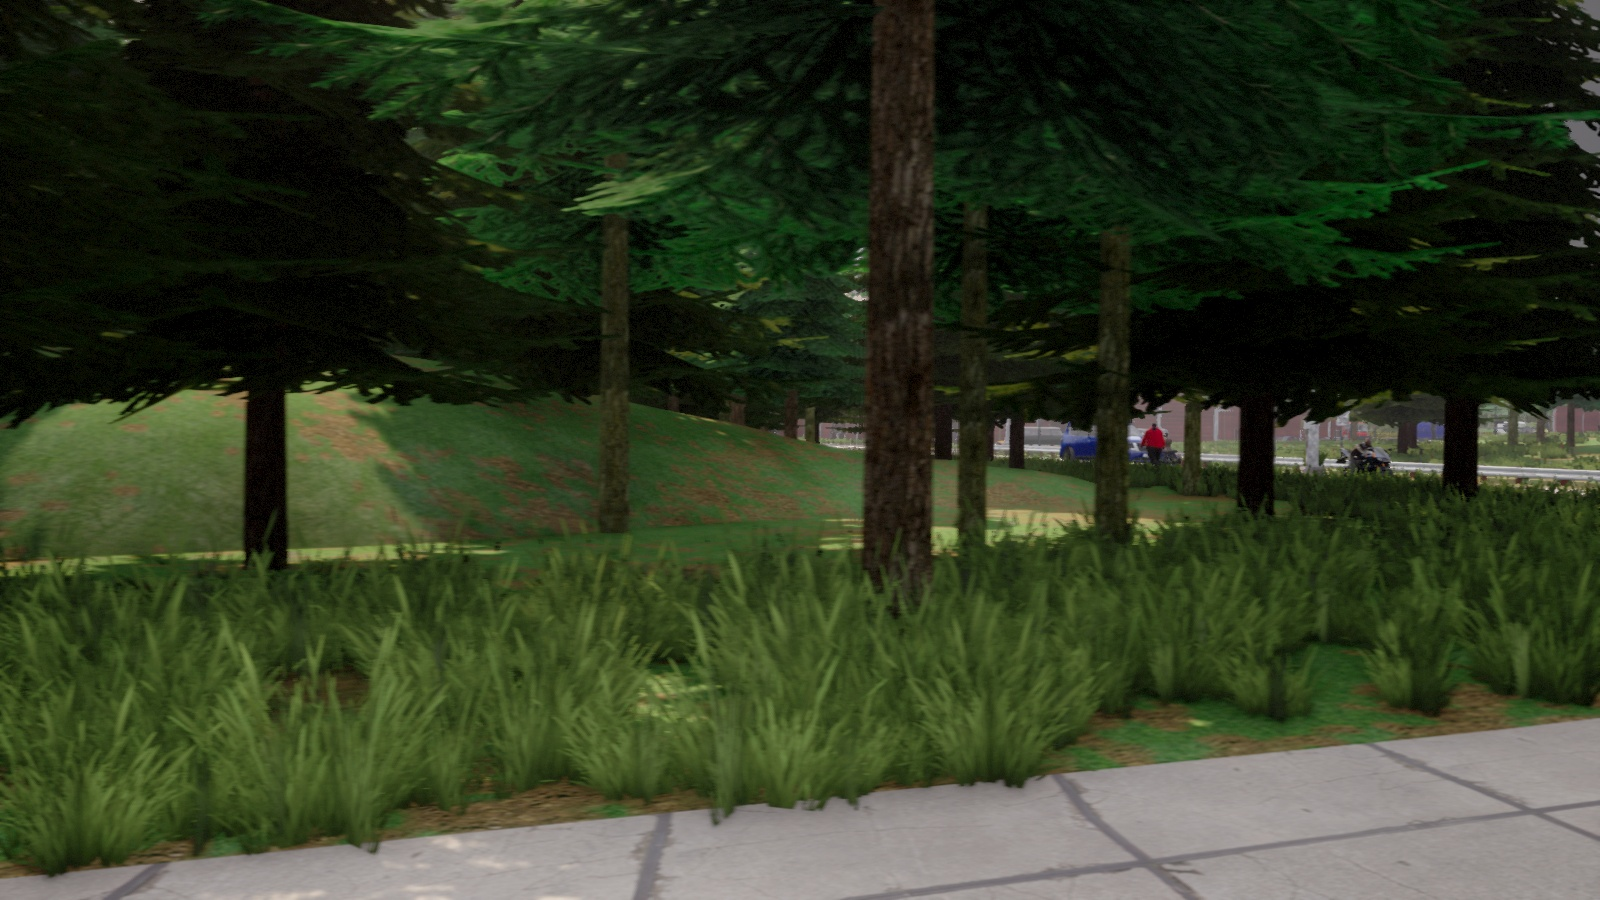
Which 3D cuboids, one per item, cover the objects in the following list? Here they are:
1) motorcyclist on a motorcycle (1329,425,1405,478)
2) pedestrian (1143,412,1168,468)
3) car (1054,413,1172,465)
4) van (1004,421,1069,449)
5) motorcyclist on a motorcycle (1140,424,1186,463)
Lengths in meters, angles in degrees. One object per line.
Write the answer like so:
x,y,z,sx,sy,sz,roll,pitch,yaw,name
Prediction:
17.174,0.032,38.077,0.866,1.530,2.191,-1,1,-16,motorcyclist on a motorcycle
11.823,-0.343,41.783,0.634,1.844,0.899,-1,1,5,pedestrian
12.929,-0.467,52.258,2.150,2.045,5.566,-1,1,-17,car
17.620,-1.125,93.617,4.442,1.987,1.775,-1,1,-17,van
15.814,-0.307,54.746,0.766,1.649,2.350,-1,1,-17,motorcyclist on a motorcycle
